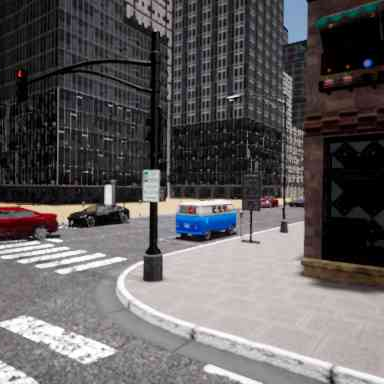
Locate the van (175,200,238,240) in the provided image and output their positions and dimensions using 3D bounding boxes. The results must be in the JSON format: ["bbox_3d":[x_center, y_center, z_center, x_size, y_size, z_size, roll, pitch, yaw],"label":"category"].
[{"bbox_3d":[0.844,1.362,17.027,1.690,1.788,3.998,1,1,35],"label":"van"}]

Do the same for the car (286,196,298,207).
[{"bbox_3d":[15.367,1.424,47.214,2.033,1.411,5.357,1,1,36],"label":"car"}]

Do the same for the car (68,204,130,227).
[{"bbox_3d":[-5.981,1.455,21.897,1.947,1.339,4.313,1,1,35],"label":"car"}]

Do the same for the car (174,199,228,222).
[{"bbox_3d":[0.830,1.392,26.981,1.882,1.535,5.008,1,1,36],"label":"car"}]

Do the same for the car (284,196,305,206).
[{"bbox_3d":[16.413,1.352,53.286,1.752,1.417,4.829,1,1,35],"label":"car"}]

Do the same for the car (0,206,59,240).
[{"bbox_3d":[-8.574,1.413,14.810,1.882,1.535,5.008,2,1,44],"label":"car"}]

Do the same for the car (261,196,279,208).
[{"bbox_3d":[10.086,1.282,44.415,1.967,1.590,4.097,1,1,35],"label":"car"}]

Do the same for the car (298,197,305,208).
[{"bbox_3d":[15.625,1.421,42.313,2.128,1.511,4.902,1,1,36],"label":"car"}]
